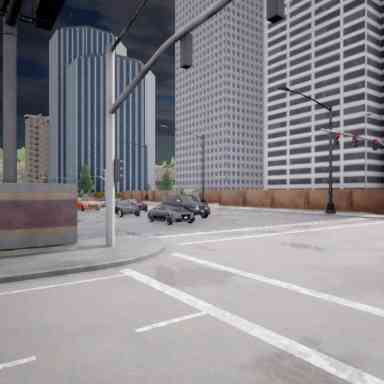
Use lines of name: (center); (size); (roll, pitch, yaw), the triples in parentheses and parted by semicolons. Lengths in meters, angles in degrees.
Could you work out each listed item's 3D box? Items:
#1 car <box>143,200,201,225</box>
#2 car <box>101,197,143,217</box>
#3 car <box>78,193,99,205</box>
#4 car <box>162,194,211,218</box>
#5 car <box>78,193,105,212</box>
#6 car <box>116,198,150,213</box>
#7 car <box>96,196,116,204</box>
car: (-1.563, 1.564, 24.257); (1.994, 1.385, 4.181); (0, 0, -35)
car: (-6.541, 1.505, 31.303); (1.837, 1.490, 4.892); (0, 0, -35)
car: (-19.256, 1.222, 61.786); (2.150, 2.045, 5.566); (0, 0, -35)
car: (-0.715, 1.221, 29.123); (2.150, 2.045, 5.566); (0, 0, -35)
car: (-12.543, 1.351, 39.818); (2.097, 1.767, 4.553); (0, 0, -35)
car: (-6.770, 1.478, 37.699); (1.882, 1.535, 5.008); (0, 0, -35)
car: (-16.667, 1.547, 64.169); (2.033, 1.411, 5.357); (0, 0, -34)
